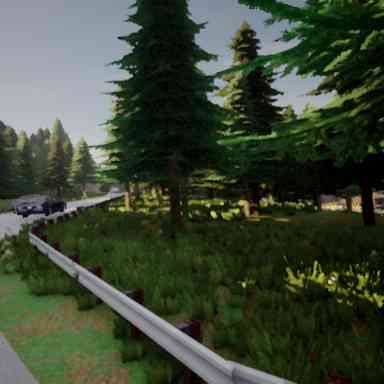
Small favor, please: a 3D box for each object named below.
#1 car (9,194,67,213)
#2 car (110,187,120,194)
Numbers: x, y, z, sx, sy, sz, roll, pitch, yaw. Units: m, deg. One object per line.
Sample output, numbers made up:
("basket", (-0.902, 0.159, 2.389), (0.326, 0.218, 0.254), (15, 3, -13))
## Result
("car", (-10.877, 1.023, 24.422), (2.033, 1.411, 5.357), (-3, 2, -4))
("car", (-16.455, -0.232, 71.330), (1.812, 1.442, 4.674), (-3, 2, -13))
